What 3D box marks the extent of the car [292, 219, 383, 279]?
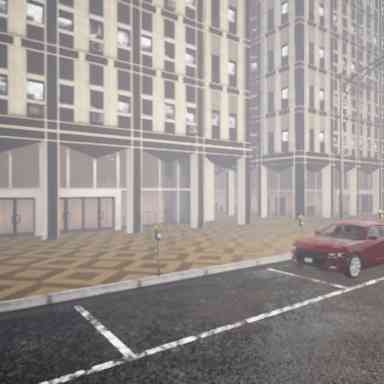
[{"bbox_3d":[4.897,1.542,10.054,4.507,1.381,1.887,0,0,-35],"label":"car"}]
